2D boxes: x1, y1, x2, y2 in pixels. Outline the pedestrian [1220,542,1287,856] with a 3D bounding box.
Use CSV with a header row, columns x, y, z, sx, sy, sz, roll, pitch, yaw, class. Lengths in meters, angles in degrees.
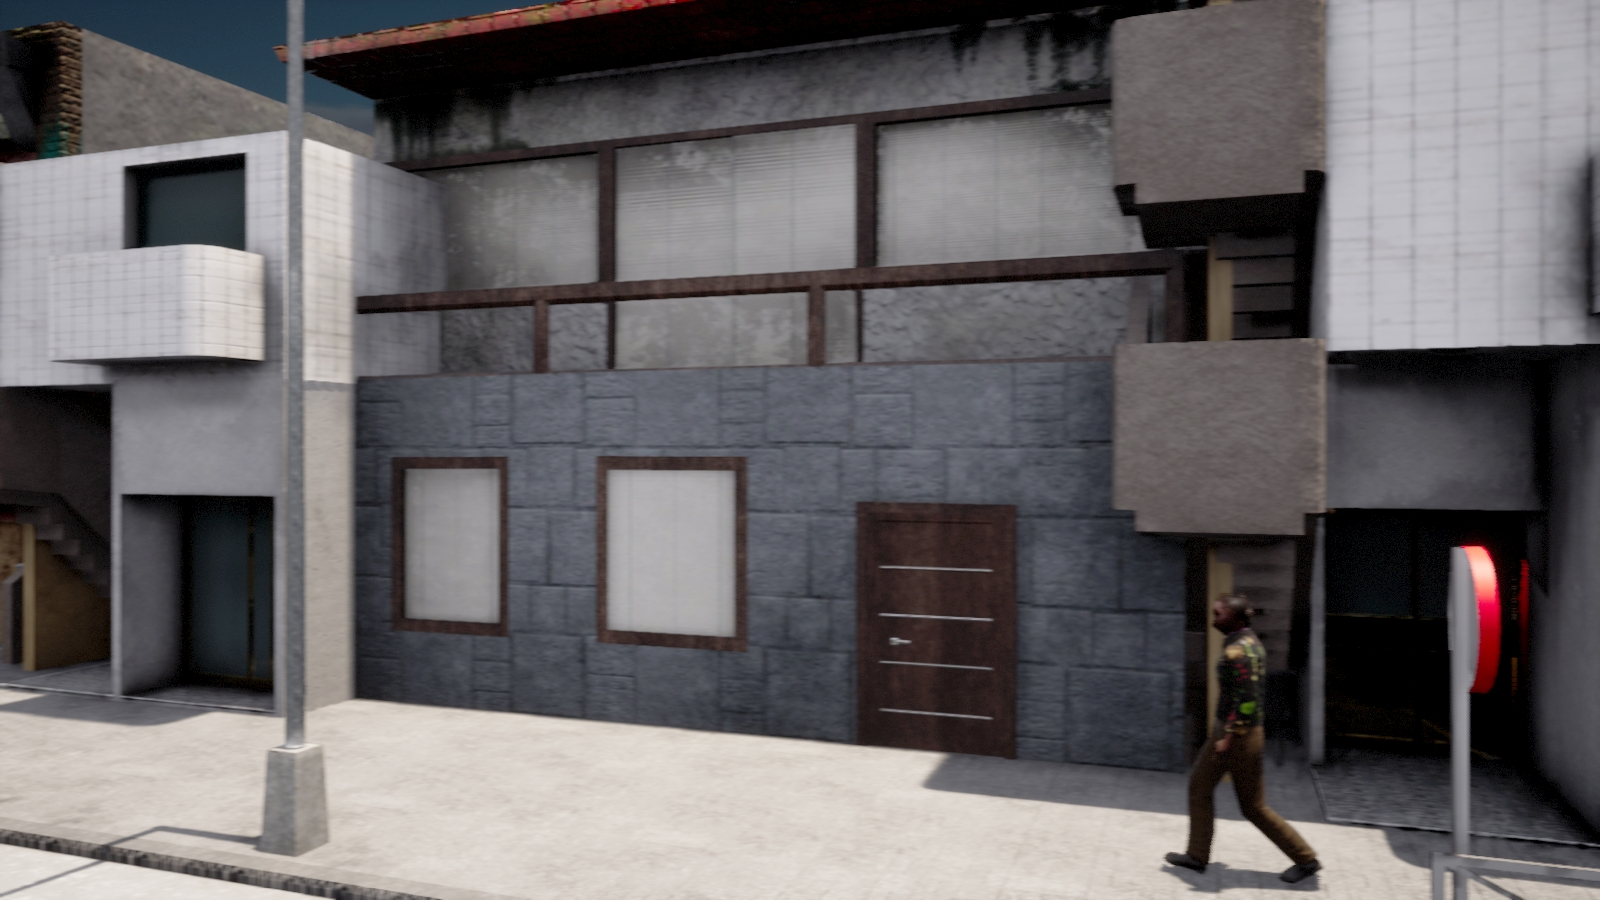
x,y,z,sx,sy,sz,roll,pitch,yaw,class
2.832,1.524,7.154,0.375,1.860,0.375,0,0,20,pedestrian
